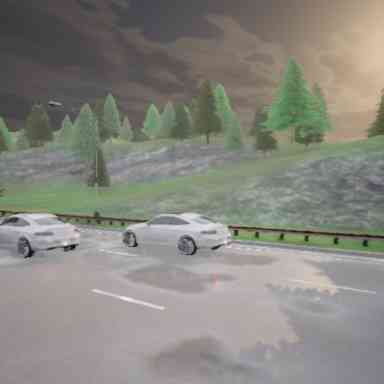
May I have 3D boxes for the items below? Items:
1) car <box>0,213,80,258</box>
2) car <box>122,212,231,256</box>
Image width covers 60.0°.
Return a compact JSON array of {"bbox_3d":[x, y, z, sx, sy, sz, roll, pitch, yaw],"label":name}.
[{"bbox_3d":[-6.207,1.530,12.718,4.674,1.442,1.812,0,0,36],"label":"car"},{"bbox_3d":[-0.706,1.529,13.092,4.674,1.442,1.812,0,0,36],"label":"car"}]
